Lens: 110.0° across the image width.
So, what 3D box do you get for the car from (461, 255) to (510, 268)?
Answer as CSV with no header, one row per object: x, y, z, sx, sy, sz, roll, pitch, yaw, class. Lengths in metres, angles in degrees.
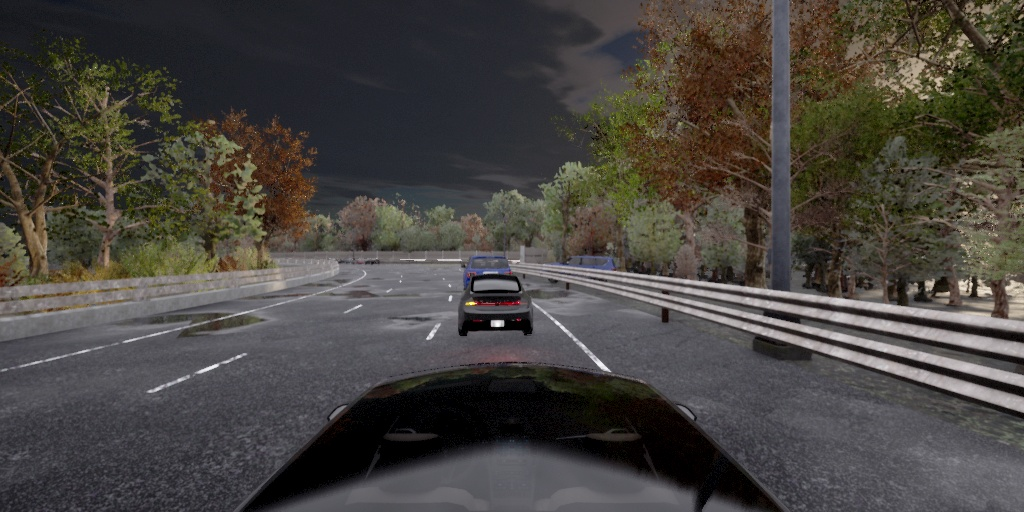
-1.309,0.965,17.854,2.150,2.045,5.566,0,0,-9,car

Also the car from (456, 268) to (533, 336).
-0.537,1.252,10.378,1.837,1.490,4.892,0,0,-5,car

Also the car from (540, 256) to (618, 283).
4.862,0.977,26.157,5.566,2.045,2.150,3,1,8,car
